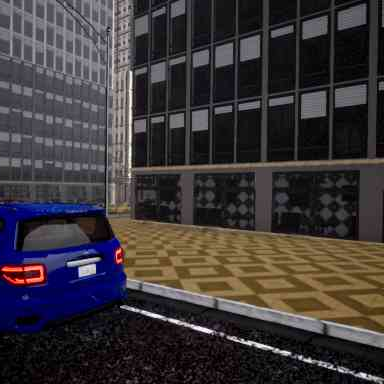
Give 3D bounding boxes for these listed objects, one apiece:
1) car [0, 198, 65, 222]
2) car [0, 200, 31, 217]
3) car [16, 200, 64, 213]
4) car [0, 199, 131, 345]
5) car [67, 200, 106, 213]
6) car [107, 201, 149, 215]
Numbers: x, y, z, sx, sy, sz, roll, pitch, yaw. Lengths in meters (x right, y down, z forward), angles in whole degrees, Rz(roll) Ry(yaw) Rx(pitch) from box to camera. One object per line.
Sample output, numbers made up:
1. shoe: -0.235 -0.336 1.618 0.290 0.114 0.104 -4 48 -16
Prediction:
1. car: -14.148 1.520 29.528 2.192 1.841 5.009 1 0 36
2. car: -18.847 1.616 32.904 1.837 1.490 4.892 1 0 36
3. car: -17.646 1.643 38.903 1.752 1.417 4.829 1 0 36
4. car: -3.701 1.218 6.322 5.566 2.045 2.150 0 0 35
5. car: -12.935 1.762 40.924 1.994 1.385 4.181 1 0 36
6. car: -7.351 1.830 38.740 1.752 1.417 4.829 1 0 36
